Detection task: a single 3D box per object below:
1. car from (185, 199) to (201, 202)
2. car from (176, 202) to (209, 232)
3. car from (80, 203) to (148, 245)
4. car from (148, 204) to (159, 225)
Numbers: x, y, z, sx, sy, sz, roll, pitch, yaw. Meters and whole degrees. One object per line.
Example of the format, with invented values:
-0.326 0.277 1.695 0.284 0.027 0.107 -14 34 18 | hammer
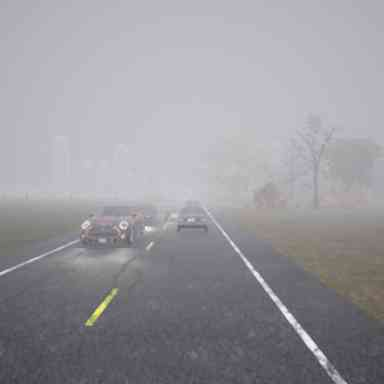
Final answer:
0.087 1.546 40.618 1.994 1.385 4.181 0 0 0 | car
0.039 1.538 20.177 2.033 1.411 5.357 0 0 1 | car
-3.555 1.344 15.499 2.097 1.767 4.553 0 0 0 | car
-3.501 1.549 24.166 2.033 1.411 5.357 0 0 0 | car
